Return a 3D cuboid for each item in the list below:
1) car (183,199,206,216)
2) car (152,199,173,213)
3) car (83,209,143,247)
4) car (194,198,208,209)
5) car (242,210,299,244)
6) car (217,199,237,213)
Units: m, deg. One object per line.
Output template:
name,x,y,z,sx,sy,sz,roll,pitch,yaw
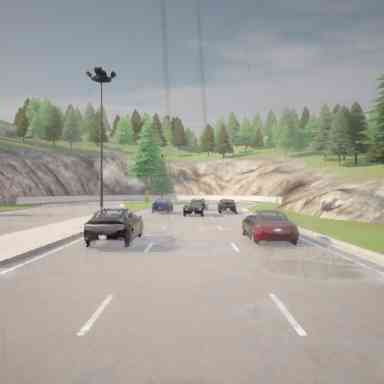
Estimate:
car,0.158,1.601,32.610,1.895,1.301,4.718,0,0,1
car,-3.188,1.478,36.843,1.882,1.535,5.008,0,0,3
car,-3.400,1.491,15.059,2.128,1.511,4.902,0,0,0
car,0.942,1.491,42.500,2.128,1.511,4.902,0,0,9
car,3.600,1.564,15.928,1.994,1.385,4.181,0,0,0
car,3.789,1.503,36.330,1.837,1.490,4.892,0,0,2
